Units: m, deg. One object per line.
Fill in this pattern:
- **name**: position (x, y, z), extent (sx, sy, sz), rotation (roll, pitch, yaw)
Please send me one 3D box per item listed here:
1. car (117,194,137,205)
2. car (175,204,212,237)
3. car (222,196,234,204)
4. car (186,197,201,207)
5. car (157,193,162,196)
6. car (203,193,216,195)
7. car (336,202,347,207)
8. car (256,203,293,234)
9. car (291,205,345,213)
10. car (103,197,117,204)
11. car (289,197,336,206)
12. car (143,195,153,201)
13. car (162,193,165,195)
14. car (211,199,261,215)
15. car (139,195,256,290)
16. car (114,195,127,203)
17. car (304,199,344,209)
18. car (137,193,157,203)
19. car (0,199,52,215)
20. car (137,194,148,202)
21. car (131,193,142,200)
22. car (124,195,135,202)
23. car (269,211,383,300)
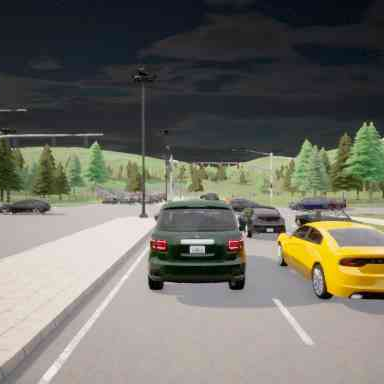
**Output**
- **car**: position (-11.687, 1.526, 60.189), extent (1.812, 1.442, 4.674), rotation (0, 0, 1)
- **car**: position (0.079, 1.505, 19.069), extent (1.837, 1.490, 4.892), rotation (0, 0, 0)
- **car**: position (6.952, 1.477, 64.041), extent (1.882, 1.535, 5.008), rotation (0, 0, 1)
- **car**: position (0.162, 1.564, 52.135), extent (1.994, 1.385, 4.181), rotation (0, 0, -4)
- **car**: position (-8.090, 1.355, 69.618), extent (2.097, 1.767, 4.553), rotation (0, 0, 0)
- **car**: position (3.443, 1.221, 59.567), extent (2.150, 2.045, 5.566), rotation (0, 0, 1)
- **car**: position (16.563, 1.601, 41.507), extent (4.718, 1.301, 1.895), rotation (0, 0, 2)
- **car**: position (3.580, 1.505, 17.691), extent (1.837, 1.490, 4.892), rotation (0, 0, 0)
- **car**: position (7.080, 1.601, 17.864), extent (1.895, 1.301, 4.718), rotation (0, 0, 0)
- **car**: position (-15.132, 1.564, 61.615), extent (1.994, 1.385, 4.181), rotation (0, 0, 0)
- **car**: position (13.449, 1.352, 37.969), extent (4.553, 1.767, 2.097), rotation (0, 0, 1)
- **car**: position (-11.613, 1.552, 88.158), extent (1.994, 1.385, 4.181), rotation (0, 0, 0)
- **car**: position (-8.102, 1.552, 78.126), extent (1.994, 1.385, 4.181), rotation (0, 0, 0)
- **car**: position (4.464, 1.505, 34.112), extent (4.892, 1.490, 1.837), rotation (0, 0, -3)
- **car**: position (0.091, 1.221, 9.212), extent (2.150, 2.045, 5.566), rotation (0, 0, 0)
- **car**: position (-15.091, 1.500, 70.287), extent (1.837, 1.490, 4.892), rotation (0, 0, 0)
- **car**: position (17.765, 1.601, 44.937), extent (4.718, 1.301, 1.895), rotation (0, 0, 1)
- **car**: position (-8.142, 1.491, 60.537), extent (2.128, 1.511, 4.902), rotation (0, 0, 0)
- **car**: position (-16.568, 1.505, 33.088), extent (4.892, 1.490, 1.837), rotation (0, 0, -1)
- **car**: position (-11.602, 1.355, 78.146), extent (2.097, 1.767, 4.553), rotation (0, 0, 0)
- **car**: position (-15.106, 1.224, 91.217), extent (2.150, 2.045, 5.566), rotation (0, 0, 0)
- **car**: position (-15.105, 1.478, 80.675), extent (1.882, 1.535, 5.008), rotation (0, 0, 0)
- **car**: position (3.589, 1.478, 8.466), extent (1.882, 1.535, 5.008), rotation (0, 0, 0)
